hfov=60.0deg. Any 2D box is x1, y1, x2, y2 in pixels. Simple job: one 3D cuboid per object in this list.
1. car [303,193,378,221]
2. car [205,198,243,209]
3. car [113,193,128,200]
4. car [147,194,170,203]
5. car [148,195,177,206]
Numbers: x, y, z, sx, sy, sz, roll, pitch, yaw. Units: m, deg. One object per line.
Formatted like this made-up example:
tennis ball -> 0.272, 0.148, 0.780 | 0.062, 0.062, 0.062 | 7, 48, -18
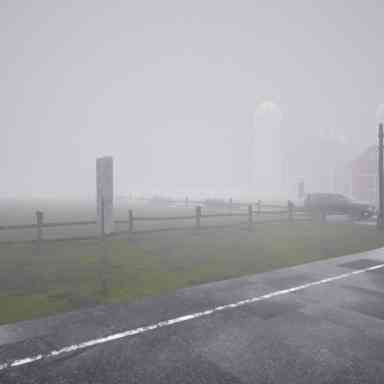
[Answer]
car -> 11.627, 1.093, 26.540 | 2.150, 2.045, 5.566 | -1, 1, -40
car -> 3.536, 1.346, 37.342 | 1.895, 1.301, 4.718 | -1, 1, -36
car -> -14.903, 0.922, 68.014 | 2.033, 1.411, 5.357 | -1, 1, -36
car -> -5.611, 1.097, 55.089 | 1.994, 1.385, 4.181 | -1, 1, -36
car -> -4.257, 1.166, 48.172 | 2.033, 1.411, 5.357 | -1, 1, -36
